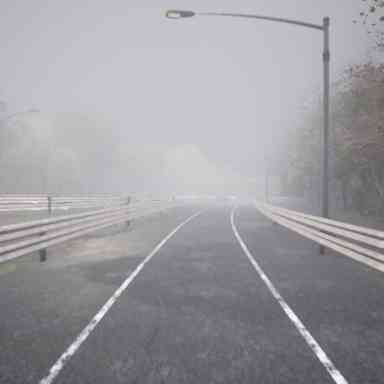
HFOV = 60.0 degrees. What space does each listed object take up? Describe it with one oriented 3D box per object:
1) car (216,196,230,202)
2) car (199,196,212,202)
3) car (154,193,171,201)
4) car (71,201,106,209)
[{"bbox_3d":[7.279,1.718,79.250,2.033,1.411,5.357,0,-1,23],"label":"car"},{"bbox_3d":[3.283,1.618,78.806,1.882,1.535,5.008,0,-1,23],"label":"car"},{"bbox_3d":[-5.674,1.140,66.786,2.150,2.045,5.566,0,-1,23],"label":"car"},{"bbox_3d":[-11.223,1.134,36.362,1.994,1.385,4.181,0,-1,24],"label":"car"}]
